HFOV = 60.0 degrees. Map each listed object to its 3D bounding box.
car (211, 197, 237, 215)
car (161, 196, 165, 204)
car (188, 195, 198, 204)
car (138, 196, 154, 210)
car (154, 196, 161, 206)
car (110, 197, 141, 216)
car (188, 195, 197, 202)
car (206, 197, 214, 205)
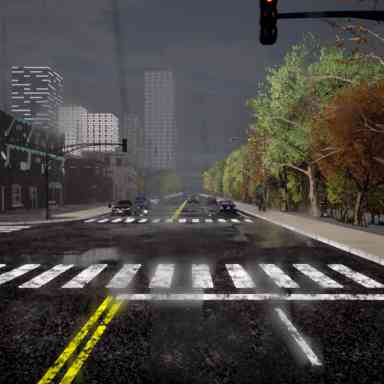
[{"bbox_3d":[3.420,1.536,33.839,2.033,1.411,5.357,0,0,0],"label":"car"},{"bbox_3d":[-6.399,1.465,64.643,2.128,1.511,4.902,0,0,1],"label":"car"},{"bbox_3d":[0.228,1.578,61.558,1.895,1.301,4.718,0,0,0],"label":"car"},{"bbox_3d":[-6.500,1.337,42.781,2.097,1.767,4.553,0,0,0],"label":"car"},{"bbox_3d":[-6.472,1.506,53.074,1.812,1.442,4.674,0,0,0],"label":"car"},{"bbox_3d":[-6.524,1.515,32.588,1.812,1.442,4.674,0,0,0],"label":"car"},{"bbox_3d":[0.158,1.470,74.398,1.837,1.490,4.892,0,0,0],"label":"car"},{"bbox_3d":[3.469,1.525,58.180,2.033,1.411,5.357,0,0,0],"label":"car"}]
